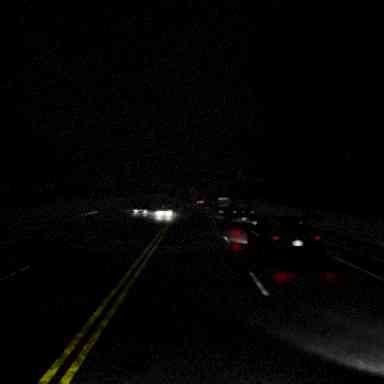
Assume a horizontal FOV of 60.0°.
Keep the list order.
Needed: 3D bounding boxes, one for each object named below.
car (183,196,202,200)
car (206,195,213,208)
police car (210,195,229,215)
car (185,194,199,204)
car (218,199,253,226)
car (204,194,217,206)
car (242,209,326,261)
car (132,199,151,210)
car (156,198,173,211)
[{"bbox_3d":[-0.016,1.299,82.675,5.357,1.411,2.033,1,2,45],"label":"car"},{"bbox_3d":[3.254,1.541,45.251,1.837,1.490,4.892,0,0,0],"label":"car"},{"bbox_3d":[3.253,1.430,34.352,1.930,1.638,5.238,0,0,0],"label":"police car"},{"bbox_3d":[0.006,1.663,65.212,1.812,1.442,4.674,0,0,0],"label":"car"},{"bbox_3d":[3.252,1.480,23.234,2.128,1.511,4.902,0,0,0],"label":"car"},{"bbox_3d":[3.255,1.308,56.291,2.150,2.045,5.566,0,0,0],"label":"car"},{"bbox_3d":[3.251,1.552,12.228,1.994,1.385,4.181,0,0,0],"label":"car"},{"bbox_3d":[-6.580,1.596,43.913,1.994,1.385,4.181,0,0,0],"label":"car"},{"bbox_3d":[-3.336,1.516,41.474,2.128,1.511,4.902,0,0,0],"label":"car"}]
